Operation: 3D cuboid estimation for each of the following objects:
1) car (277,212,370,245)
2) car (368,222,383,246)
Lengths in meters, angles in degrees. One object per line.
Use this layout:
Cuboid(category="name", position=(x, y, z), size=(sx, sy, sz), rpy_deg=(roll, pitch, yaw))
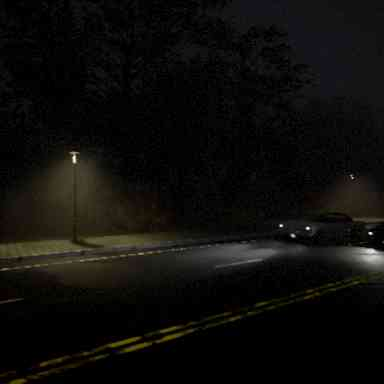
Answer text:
Cuboid(category="car", position=(6.321, 1.653, 16.119), size=(4.718, 1.301, 1.895), rpy_deg=(0, 0, -35))
Cuboid(category="car", position=(9.836, 1.608, 14.616), size=(5.357, 1.411, 2.033), rpy_deg=(0, 0, -35))
